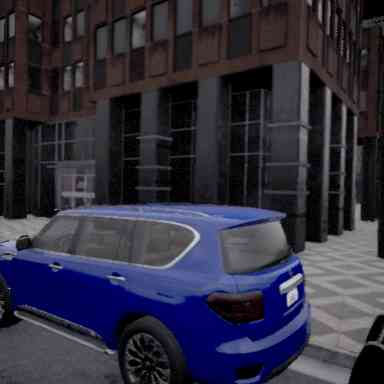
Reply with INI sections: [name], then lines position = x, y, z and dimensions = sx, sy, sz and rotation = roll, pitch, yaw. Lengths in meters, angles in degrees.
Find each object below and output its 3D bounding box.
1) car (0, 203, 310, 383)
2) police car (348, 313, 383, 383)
[car]
position = -1.100, 1.187, 5.152
dimensions = 5.566, 2.045, 2.150
rotation = 1, 0, 36
[police car]
position = 3.707, 1.458, 1.704
dimensions = 5.238, 1.638, 1.930
rotation = 1, 0, 36
